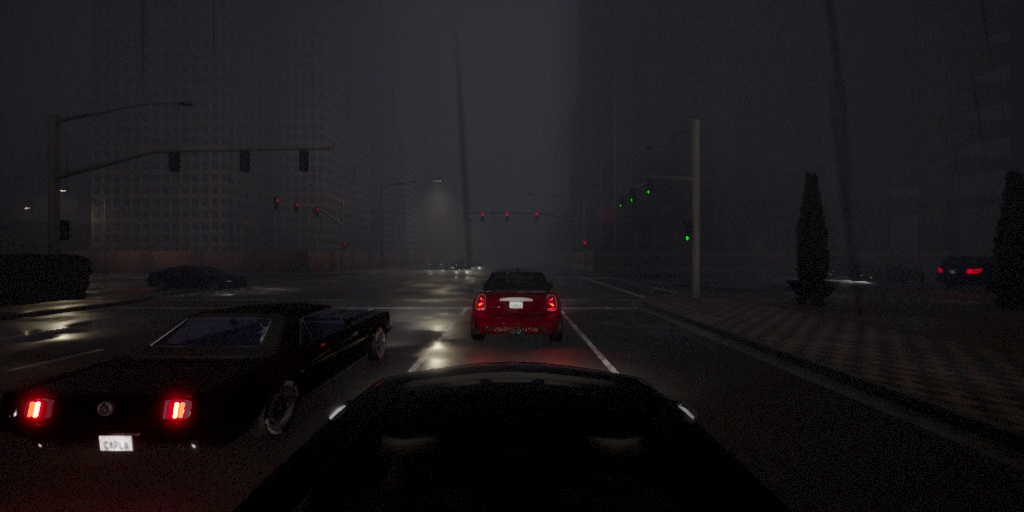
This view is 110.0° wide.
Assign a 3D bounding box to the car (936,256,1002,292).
[{"bbox_3d":[28.140,1.021,20.702,5.566,2.045,2.150,0,0,1],"label":"car"}]

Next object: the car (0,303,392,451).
[{"bbox_3d":[-3.429,1.350,5.353,1.895,1.301,4.718,0,0,1],"label":"car"}]

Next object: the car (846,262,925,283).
[{"bbox_3d":[29.121,1.305,27.793,4.181,1.385,1.994,0,0,1],"label":"car"}]

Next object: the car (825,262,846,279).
[{"bbox_3d":[29.488,1.245,31.290,4.892,1.490,1.837,0,0,1],"label":"car"}]

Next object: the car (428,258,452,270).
[{"bbox_3d":[-10.536,1.086,51.594,2.097,1.767,4.553,0,0,1],"label":"car"}]

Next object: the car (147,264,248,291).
[{"bbox_3d":[-18.399,1.270,21.130,5.008,1.535,1.882,1,0,1],"label":"car"}]

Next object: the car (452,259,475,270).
[{"bbox_3d":[-7.029,1.238,51.992,1.837,1.490,4.892,0,0,1],"label":"car"}]

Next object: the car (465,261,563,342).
[{"bbox_3d":[0.196,1.099,10.011,2.097,1.767,4.553,0,0,3],"label":"car"}]
